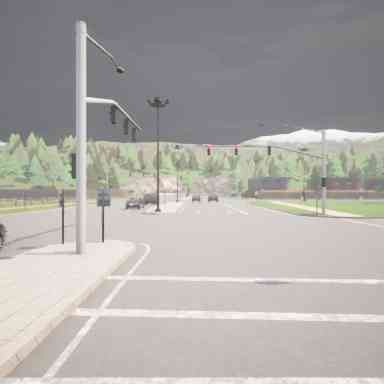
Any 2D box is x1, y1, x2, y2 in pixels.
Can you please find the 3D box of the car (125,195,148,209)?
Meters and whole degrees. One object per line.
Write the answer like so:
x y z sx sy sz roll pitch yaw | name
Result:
-7.573 1.491 44.319 2.128 1.511 4.902 0 0 1 | car

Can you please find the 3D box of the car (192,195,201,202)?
0.878 1.358 69.786 2.128 1.511 4.902 0 0 1 | car

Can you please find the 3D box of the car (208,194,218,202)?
4.377 1.188 69.710 2.097 1.767 4.553 0 0 1 | car

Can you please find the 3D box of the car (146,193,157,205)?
-7.323 1.212 58.282 2.150 2.045 5.566 0 1 3 | car

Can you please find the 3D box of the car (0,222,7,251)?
-8.032 1.505 10.799 1.837 1.490 4.892 0 0 1 | car
